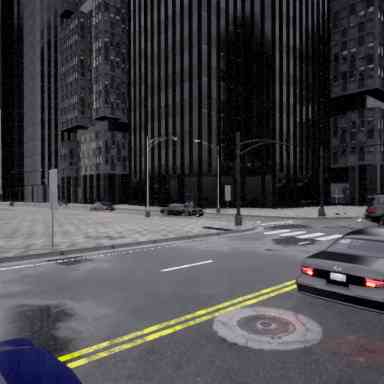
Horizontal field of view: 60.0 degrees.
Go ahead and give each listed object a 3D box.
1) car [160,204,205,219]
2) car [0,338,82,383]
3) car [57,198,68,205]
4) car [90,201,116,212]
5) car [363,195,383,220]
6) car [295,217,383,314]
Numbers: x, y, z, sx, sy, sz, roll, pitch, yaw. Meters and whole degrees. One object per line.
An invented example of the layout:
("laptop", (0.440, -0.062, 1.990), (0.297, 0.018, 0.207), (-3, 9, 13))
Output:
("car", (-0.957, 1.812, 31.827), (1.895, 1.301, 4.718), (0, 0, -42))
("car", (-2.636, 1.601, 1.184), (4.718, 1.301, 1.895), (0, 0, -42))
("car", (-22.445, 1.708, 55.914), (1.837, 1.490, 4.892), (0, 0, -42))
("car", (-11.814, 1.944, 43.935), (1.994, 1.385, 4.181), (0, 0, -42))
("car", (13.525, 1.220, 20.202), (5.566, 2.045, 2.150), (0, 1, 17))
("car", (4.442, 1.547, 7.548), (5.357, 1.411, 2.033), (0, 0, -42))
